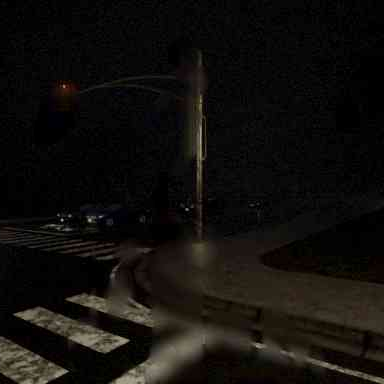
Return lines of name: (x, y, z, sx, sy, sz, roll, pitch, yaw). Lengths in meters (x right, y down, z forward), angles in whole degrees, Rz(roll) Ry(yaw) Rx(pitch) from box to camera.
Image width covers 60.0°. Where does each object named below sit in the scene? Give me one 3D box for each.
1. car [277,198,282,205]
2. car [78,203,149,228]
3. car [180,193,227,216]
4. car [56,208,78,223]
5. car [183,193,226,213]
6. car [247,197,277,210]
car: (12.434, 1.451, 52.463, 1.895, 1.301, 4.718, 0, 0, 35)
car: (-4.849, 1.465, 22.169, 1.812, 1.442, 4.674, 0, 0, 36)
car: (1.148, 1.121, 30.760, 2.150, 2.045, 5.566, 0, 0, 35)
car: (-7.128, 1.495, 24.508, 2.033, 1.411, 5.357, 0, 0, 38)
car: (1.521, 1.119, 36.975, 2.150, 2.045, 5.566, 0, 0, 35)
car: (8.457, 1.371, 41.215, 1.837, 1.490, 4.892, 0, 0, 35)
